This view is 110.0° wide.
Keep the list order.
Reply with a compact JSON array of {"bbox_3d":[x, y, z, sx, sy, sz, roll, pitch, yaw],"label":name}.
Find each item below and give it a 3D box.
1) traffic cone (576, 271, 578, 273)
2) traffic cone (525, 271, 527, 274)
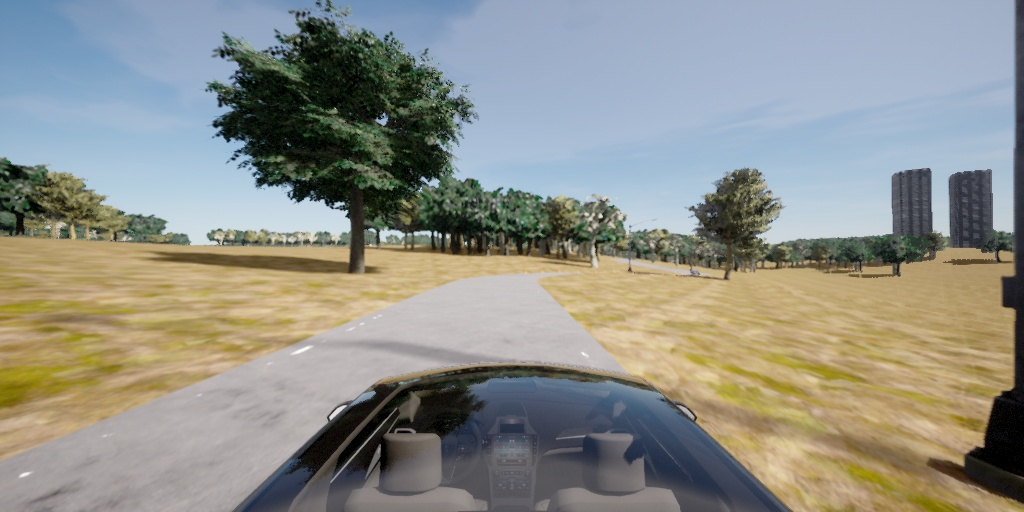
[{"bbox_3d":[11.641,2.690,64.235,0.340,0.580,0.340,0,0,-43],"label":"traffic cone"},{"bbox_3d":[2.005,2.260,51.741,0.340,0.580,0.340,0,0,29],"label":"traffic cone"}]
